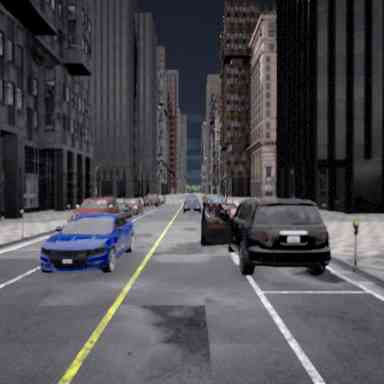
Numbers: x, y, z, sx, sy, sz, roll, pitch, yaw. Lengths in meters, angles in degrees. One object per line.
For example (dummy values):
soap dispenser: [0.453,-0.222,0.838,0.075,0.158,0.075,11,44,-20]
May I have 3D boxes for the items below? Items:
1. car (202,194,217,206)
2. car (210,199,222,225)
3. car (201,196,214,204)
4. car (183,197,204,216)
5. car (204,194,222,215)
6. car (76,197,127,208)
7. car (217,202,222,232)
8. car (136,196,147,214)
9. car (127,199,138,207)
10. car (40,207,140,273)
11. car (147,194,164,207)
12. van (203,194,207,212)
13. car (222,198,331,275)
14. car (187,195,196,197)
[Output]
car: [2.727,1.213,54.083,2.192,1.841,5.009,0,0,0]
car: [2.744,1.516,26.075,1.947,1.339,4.313,0,0,0]
car: [2.725,1.439,59.685,2.008,1.369,4.403,0,0,0]
car: [0.036,1.533,35.785,1.895,1.301,4.718,0,0,0]
car: [2.737,1.369,37.278,1.967,1.590,4.097,0,0,0]
car: [-5.778,1.275,20.464,2.192,1.841,5.009,0,0,0]
car: [2.748,1.542,20.473,1.802,1.307,4.206,0,0,0]
car: [-5.785,1.379,31.668,1.967,1.590,4.097,0,0,0]
car: [-5.781,1.516,26.066,1.947,1.339,4.313,0,0,0]
car: [-3.108,1.456,10.781,1.882,1.535,5.008,0,0,0]
car: [-5.795,1.223,48.475,2.192,1.841,5.009,0,0,0]
van: [2.734,1.260,42.880,1.690,1.788,3.998,0,0,0]
car: [2.388,1.200,10.496,2.150,2.045,5.566,0,0,0]
car: [-0.018,1.262,47.560,2.097,1.767,4.553,0,0,0]
